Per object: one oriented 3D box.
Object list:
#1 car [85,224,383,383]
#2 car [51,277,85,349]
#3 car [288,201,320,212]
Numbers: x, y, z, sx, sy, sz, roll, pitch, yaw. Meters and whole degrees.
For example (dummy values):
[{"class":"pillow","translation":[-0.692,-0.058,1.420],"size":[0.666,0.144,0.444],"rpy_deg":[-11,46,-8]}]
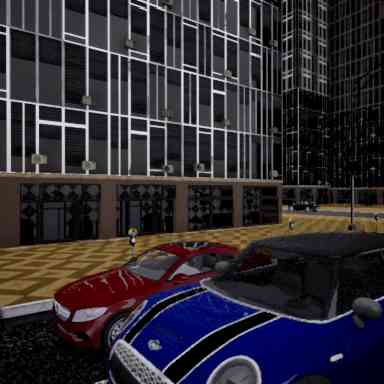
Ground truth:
[{"class":"car","translation":[1.346,1.352,4.027],"size":[4.553,1.767,2.097],"rpy_deg":[0,0,-35]},{"class":"car","translation":[-0.237,1.582,5.932],"size":[4.206,1.307,1.802],"rpy_deg":[0,0,-36]},{"class":"car","translation":[15.143,1.898,45.275],"size":[2.008,1.369,4.403],"rpy_deg":[-1,0,-36]}]
